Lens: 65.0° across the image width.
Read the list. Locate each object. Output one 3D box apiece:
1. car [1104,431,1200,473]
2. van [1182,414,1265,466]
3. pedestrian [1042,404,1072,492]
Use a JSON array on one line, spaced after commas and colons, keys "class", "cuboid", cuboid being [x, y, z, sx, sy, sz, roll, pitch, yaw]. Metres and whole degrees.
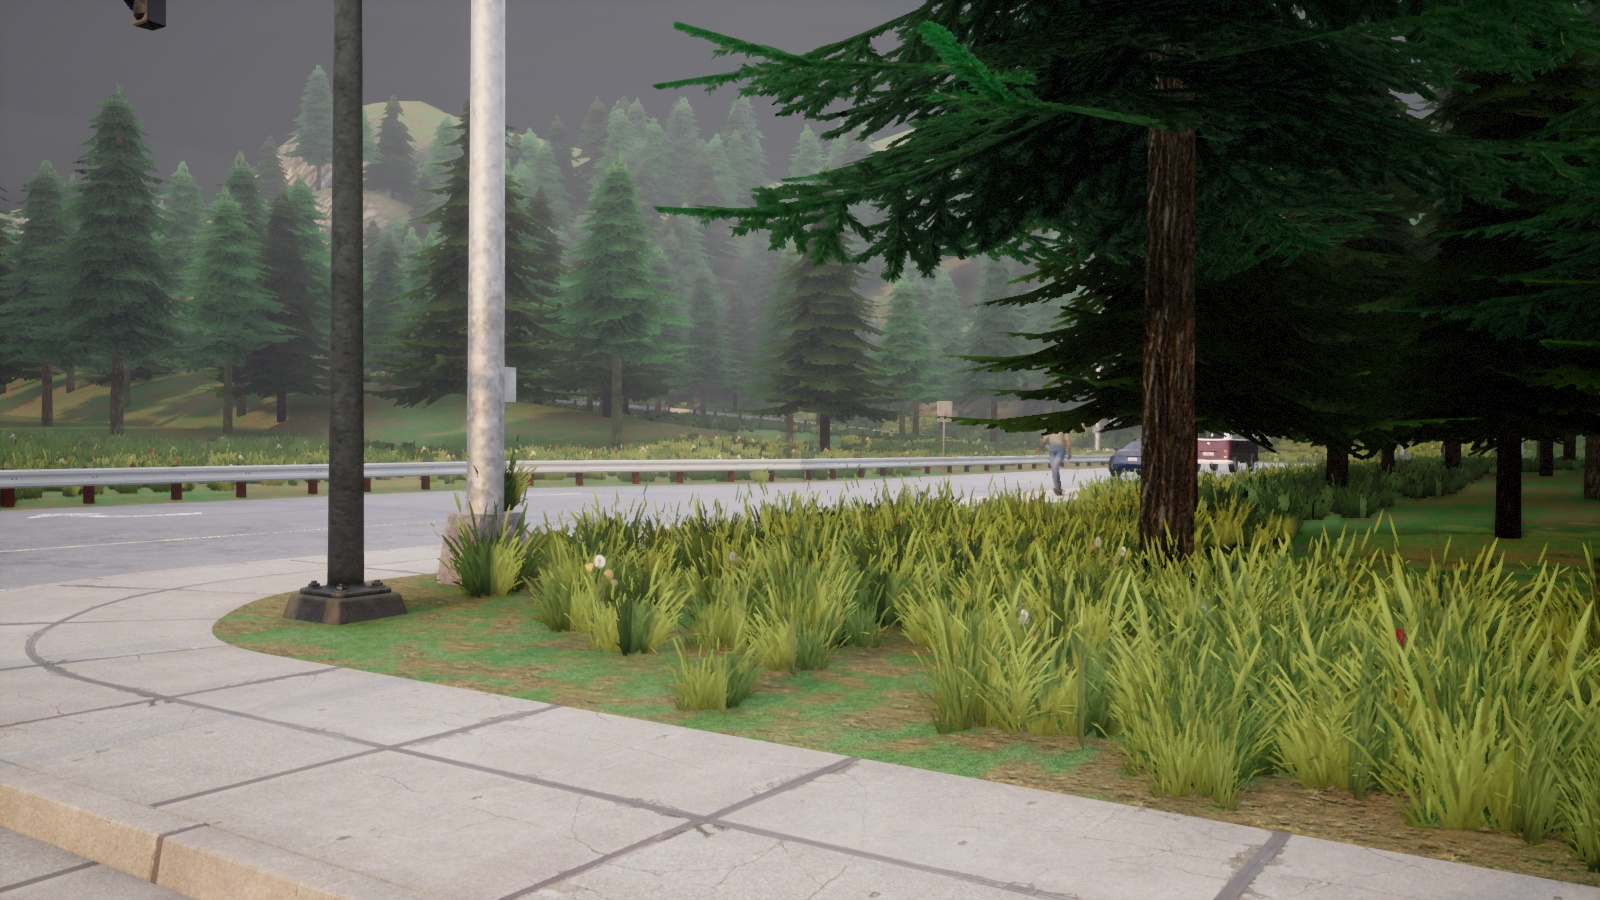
[{"class": "car", "cuboid": [12.544, 0.046, 44.617, 1.994, 1.385, 4.181, 0, 1, 35]}, {"class": "van", "cuboid": [17.456, -0.436, 51.694, 2.069, 2.038, 4.480, 0, 1, 35]}, {"class": "pedestrian", "cuboid": [5.454, -0.047, 26.660, 0.354, 1.836, 0.706, 0, 1, 36]}]
